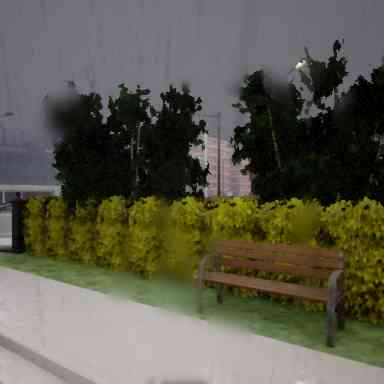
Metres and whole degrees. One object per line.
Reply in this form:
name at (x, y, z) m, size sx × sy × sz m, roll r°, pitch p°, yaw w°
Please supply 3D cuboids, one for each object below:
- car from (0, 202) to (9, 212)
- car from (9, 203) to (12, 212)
car at (-19.754, 1.520, 37.455) m, size 1.994 × 1.385 × 4.181 m, roll 0°, pitch 0°, yaw 35°
car at (-16.616, 1.479, 35.837) m, size 1.812 × 1.442 × 4.674 m, roll 0°, pitch 0°, yaw 35°
